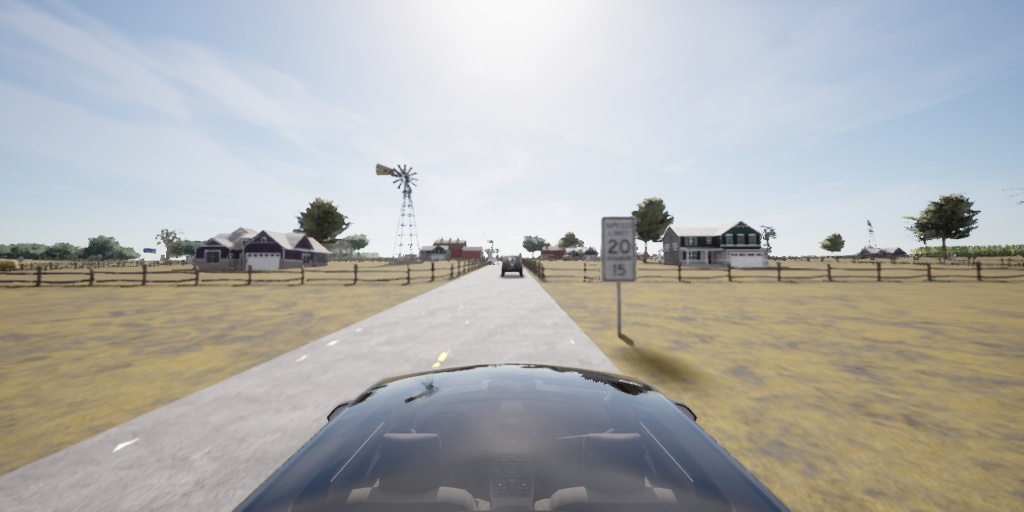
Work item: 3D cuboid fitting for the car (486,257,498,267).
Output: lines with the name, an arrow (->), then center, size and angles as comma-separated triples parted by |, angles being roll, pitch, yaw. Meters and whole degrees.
car -> -2.734, 0.827, 51.705 | 1.812, 1.442, 4.674 | 0, 0, 0

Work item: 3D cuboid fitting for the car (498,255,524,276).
car -> 0.010, 0.937, 35.899 | 2.150, 2.045, 5.566 | 0, 0, 0
